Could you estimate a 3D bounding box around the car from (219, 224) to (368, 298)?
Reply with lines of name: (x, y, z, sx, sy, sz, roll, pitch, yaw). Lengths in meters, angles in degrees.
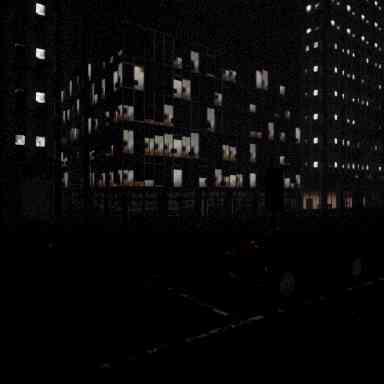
car: (2.698, 1.545, 8.483, 4.507, 1.381, 1.887, 0, 0, -35)
